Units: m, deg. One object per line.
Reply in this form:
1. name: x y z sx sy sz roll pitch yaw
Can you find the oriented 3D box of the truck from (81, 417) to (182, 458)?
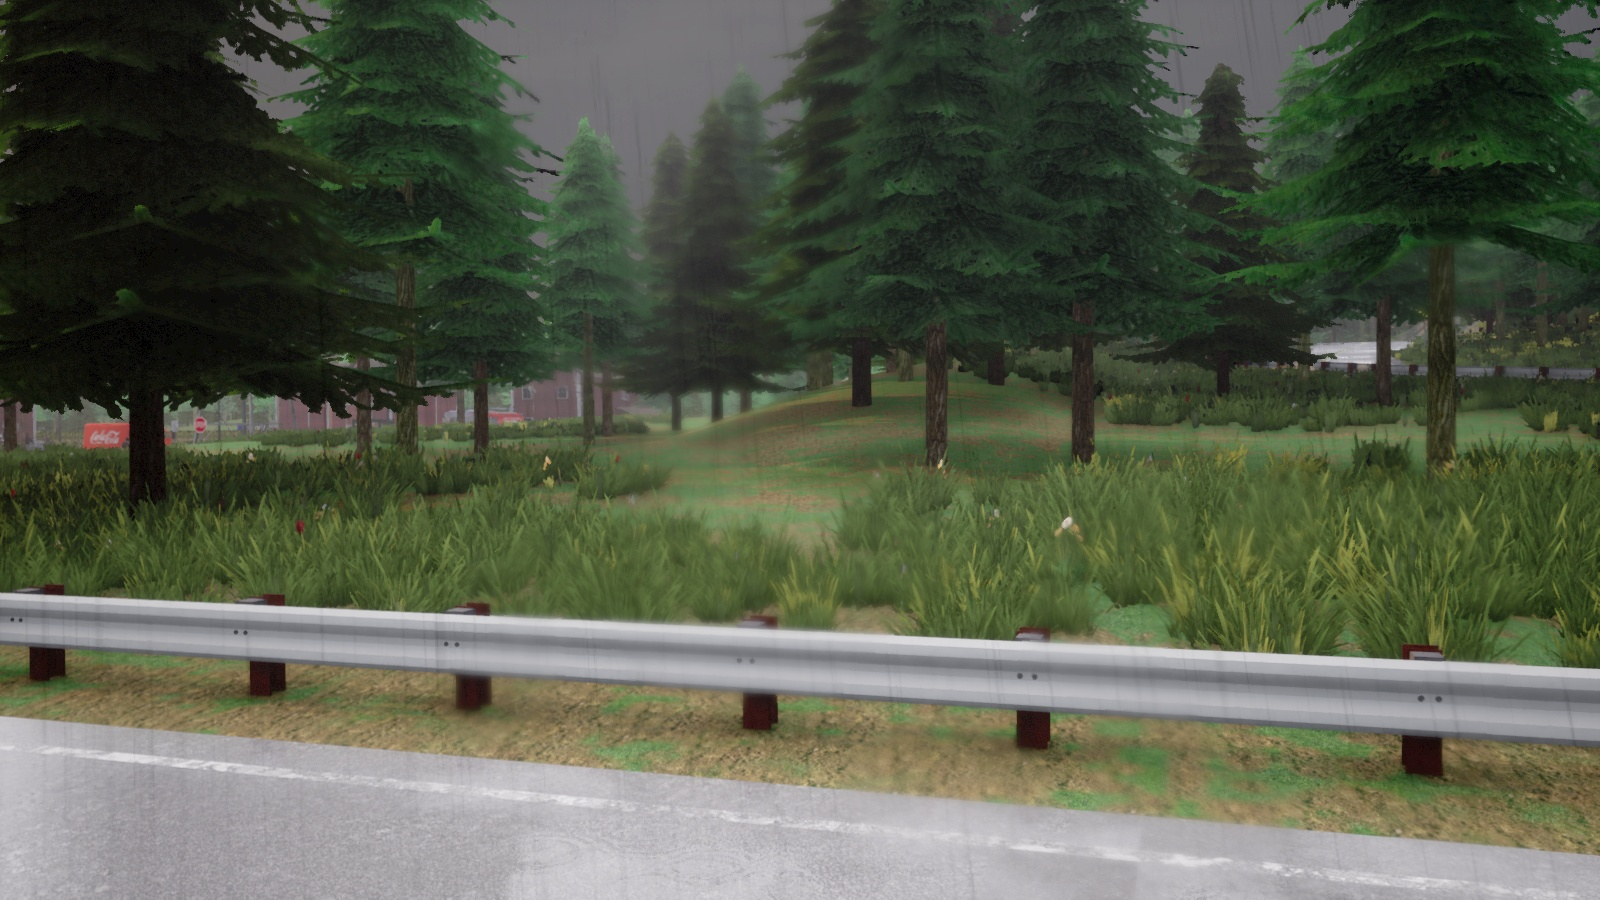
1. truck: -41.421 -0.786 77.822 5.204 2.467 2.627 1 1 18
